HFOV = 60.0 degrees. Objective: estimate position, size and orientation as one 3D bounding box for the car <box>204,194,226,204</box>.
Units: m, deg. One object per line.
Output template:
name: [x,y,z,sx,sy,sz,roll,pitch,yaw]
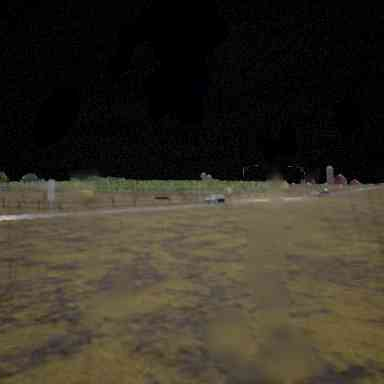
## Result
car: [4.021,1.121,57.008,2.097,1.767,4.553,-1,0,35]
